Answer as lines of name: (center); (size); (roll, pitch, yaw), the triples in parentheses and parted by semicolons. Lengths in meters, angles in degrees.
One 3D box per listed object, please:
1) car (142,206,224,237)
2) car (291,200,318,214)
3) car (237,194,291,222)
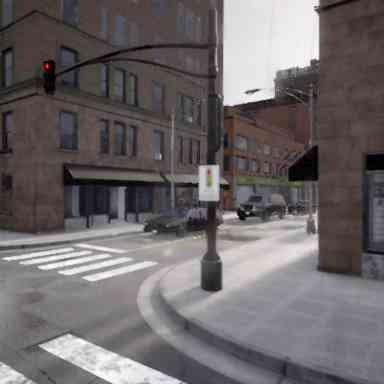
car: (-0.237, 1.495, 18.034); (2.033, 1.411, 5.357); (0, 0, 36)
car: (11.405, 1.520, 34.350); (1.895, 1.301, 4.718); (0, 0, 36)
car: (5.608, 1.153, 26.228); (2.150, 2.045, 5.566); (0, 0, 35)
